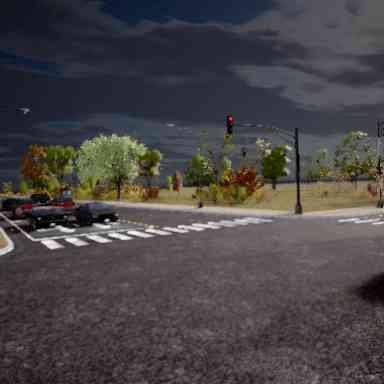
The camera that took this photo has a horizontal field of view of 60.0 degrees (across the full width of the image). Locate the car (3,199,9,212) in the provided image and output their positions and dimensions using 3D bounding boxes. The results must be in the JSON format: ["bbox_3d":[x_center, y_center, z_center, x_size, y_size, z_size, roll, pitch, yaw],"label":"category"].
[{"bbox_3d":[-23.229,1.639,42.927,1.882,1.535,5.008,-3,1,-33],"label":"car"}]

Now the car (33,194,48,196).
[{"bbox_3d":[-19.805,1.243,43.581,2.150,2.045,5.566,-3,1,-33],"label":"car"}]

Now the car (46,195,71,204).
[{"bbox_3d":[-12.343,1.303,32.045,2.097,1.767,4.553,-3,1,-33],"label":"car"}]

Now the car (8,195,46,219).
[{"bbox_3d":[-15.032,1.439,30.222,2.097,1.767,4.553,-3,1,-33],"label":"car"}]

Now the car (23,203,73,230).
[{"bbox_3d":[-9.493,1.635,21.691,1.895,1.301,4.718,-3,1,-33],"label":"car"}]

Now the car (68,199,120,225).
[{"bbox_3d":[-6.934,1.447,23.709,2.033,1.411,5.357,-3,1,-33],"label":"car"}]
